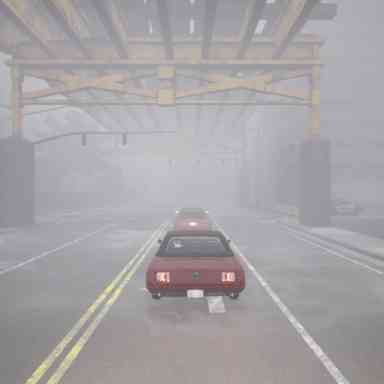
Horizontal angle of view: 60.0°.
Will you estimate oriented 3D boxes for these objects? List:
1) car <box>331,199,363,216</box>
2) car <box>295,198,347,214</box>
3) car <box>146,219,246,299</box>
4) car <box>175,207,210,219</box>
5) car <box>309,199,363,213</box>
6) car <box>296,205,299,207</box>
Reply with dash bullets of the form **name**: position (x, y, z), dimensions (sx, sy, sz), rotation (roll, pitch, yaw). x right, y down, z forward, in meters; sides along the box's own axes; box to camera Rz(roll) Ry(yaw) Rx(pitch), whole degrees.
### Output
- **car**: position (13.125, 1.404, 30.494), dimensions (4.974, 1.542, 2.038), rotation (0, 0, -20)
- **car**: position (13.432, 1.396, 34.655), dimensions (4.974, 1.542, 2.038), rotation (0, 0, 25)
- **car**: position (0.059, 1.594, 8.387), dimensions (1.895, 1.301, 4.718), rotation (0, 0, 0)
- **car**: position (0.018, 1.536, 18.347), dimensions (1.994, 1.385, 4.181), rotation (0, 0, -1)
- **car**: position (13.174, 1.246, 30.512), dimensions (4.536, 1.218, 1.853), rotation (0, 0, -20)
- **car**: position (13.479, 1.238, 34.633), dimensions (4.536, 1.218, 1.853), rotation (0, 0, 25)
